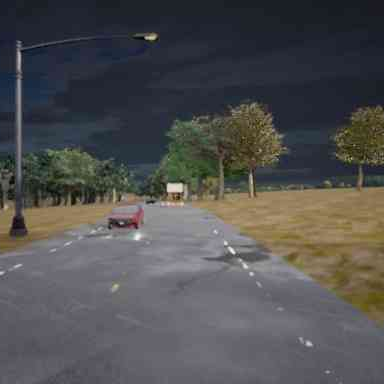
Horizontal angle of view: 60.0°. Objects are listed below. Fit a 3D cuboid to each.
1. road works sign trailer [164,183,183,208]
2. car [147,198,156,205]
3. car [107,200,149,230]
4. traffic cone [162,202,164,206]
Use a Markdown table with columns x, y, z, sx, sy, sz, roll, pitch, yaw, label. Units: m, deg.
| x | y | z | sx | sy | sz | roll | pitch | yaw | label |
| --- | --- | --- | --- | --- | --- | --- | --- | --- | --- |
| -2.501 | 0.446 | 48.790 | 2.380 | 3.560 | 2.880 | 0 | 0 | -6 | road works sign trailer |
| -7.579 | 1.688 | 61.617 | 1.895 | 1.301 | 4.718 | 0 | -1 | -7 | car |
| -4.141 | 1.510 | 21.489 | 1.882 | 1.535 | 5.008 | 0 | 0 | -3 | car |
| -4.762 | 1.974 | 55.577 | 0.340 | 0.580 | 0.340 | 0 | 0 | -6 | traffic cone |
